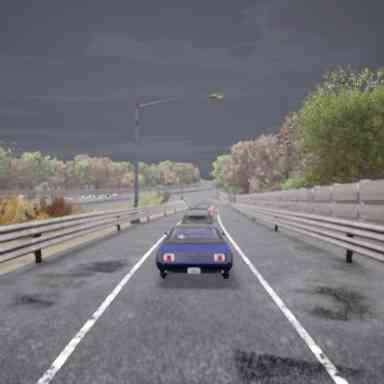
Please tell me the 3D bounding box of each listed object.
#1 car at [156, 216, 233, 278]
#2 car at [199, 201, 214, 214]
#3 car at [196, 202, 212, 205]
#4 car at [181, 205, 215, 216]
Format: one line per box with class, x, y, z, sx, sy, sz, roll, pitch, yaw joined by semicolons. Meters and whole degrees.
car;0.088;1.628;10.185;1.895;1.301;4.718;0;-1;1
car;2.172;2.224;48.143;2.097;1.767;4.553;0;-1;4
car;1.075;1.866;32.719;2.097;1.767;4.553;0;-1;3
car;0.385;1.742;20.832;1.837;1.490;4.892;0;-1;2
